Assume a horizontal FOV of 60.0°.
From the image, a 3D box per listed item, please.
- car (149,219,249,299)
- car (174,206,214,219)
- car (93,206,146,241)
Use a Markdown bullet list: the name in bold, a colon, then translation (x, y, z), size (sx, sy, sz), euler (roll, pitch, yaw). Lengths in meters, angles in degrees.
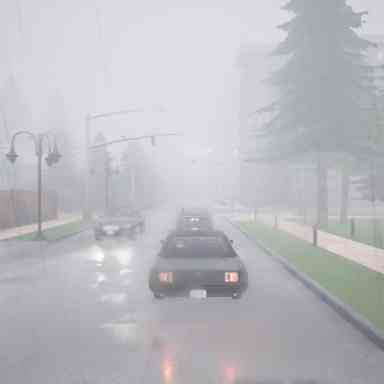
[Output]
- **car**: translation (0.119, 1.601, 8.388), size (1.895, 1.301, 4.718), euler (0, 0, 0)
- **car**: translation (0.131, 1.505, 17.650), size (1.837, 1.490, 4.892), euler (0, 0, 0)
- **car**: translation (-3.506, 1.492, 16.841), size (2.128, 1.511, 4.902), euler (0, 0, 1)
